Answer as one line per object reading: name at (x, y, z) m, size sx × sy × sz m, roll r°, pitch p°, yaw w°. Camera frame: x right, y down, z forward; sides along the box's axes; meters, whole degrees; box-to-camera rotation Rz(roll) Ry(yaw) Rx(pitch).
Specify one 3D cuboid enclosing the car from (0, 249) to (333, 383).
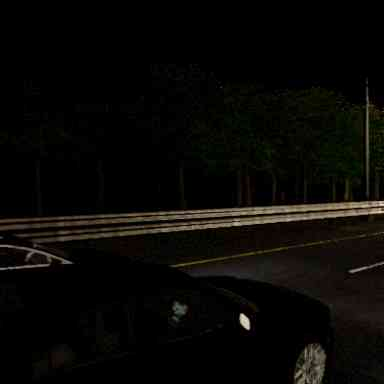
car at (-0.600, 1.469, 3.319) m, size 5.008 × 1.535 × 1.882 m, roll 0°, pitch 0°, yaw -35°

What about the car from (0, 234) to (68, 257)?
car at (-3.323, 1.489, 5.676) m, size 4.902 × 1.511 × 2.128 m, roll 0°, pitch 0°, yaw -35°
